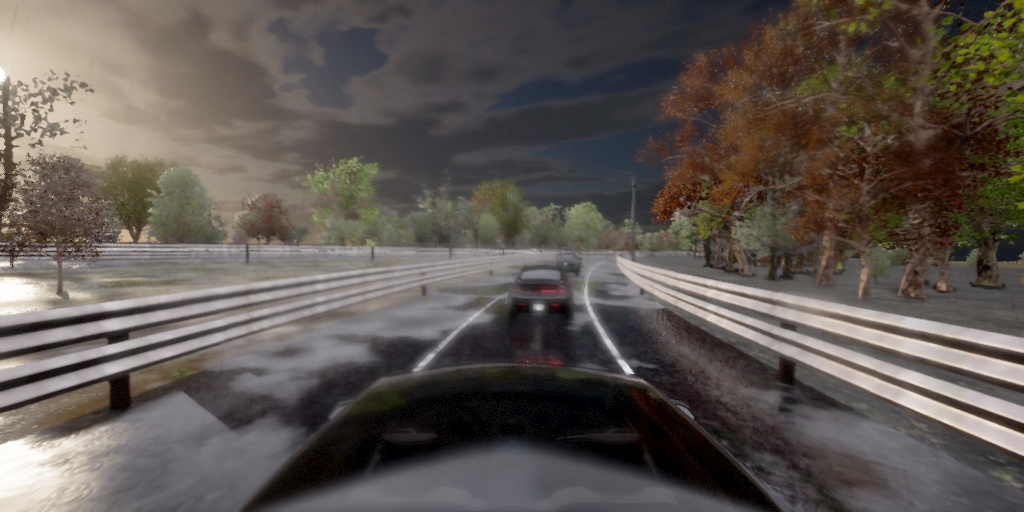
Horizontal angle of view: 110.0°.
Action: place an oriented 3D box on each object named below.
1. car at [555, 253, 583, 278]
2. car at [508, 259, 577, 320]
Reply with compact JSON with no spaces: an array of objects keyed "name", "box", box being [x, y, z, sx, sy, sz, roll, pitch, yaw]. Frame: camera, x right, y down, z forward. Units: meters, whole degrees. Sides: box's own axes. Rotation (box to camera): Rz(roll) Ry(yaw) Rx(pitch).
[{"name":"car","box":[4.352,0.520,27.917,2.097,1.767,4.553,1,1,14]},{"name":"car","box":[1.044,1.028,11.710,1.837,1.490,4.892,0,1,8]}]
